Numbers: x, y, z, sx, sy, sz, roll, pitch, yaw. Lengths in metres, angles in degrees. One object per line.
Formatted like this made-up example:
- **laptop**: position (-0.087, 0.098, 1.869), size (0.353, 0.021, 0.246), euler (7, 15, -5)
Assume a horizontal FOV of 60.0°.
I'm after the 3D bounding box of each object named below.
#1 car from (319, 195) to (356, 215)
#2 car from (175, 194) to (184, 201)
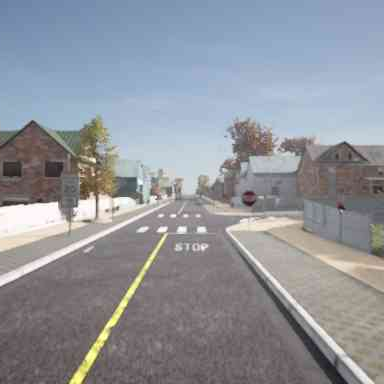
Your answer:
- **car**: position (11.364, 0.969, 24.572), size (4.553, 1.767, 2.097), euler (-2, -1, 1)
- **car**: position (-2.774, 1.160, 73.964), size (1.837, 1.490, 4.892), euler (0, 0, 0)
